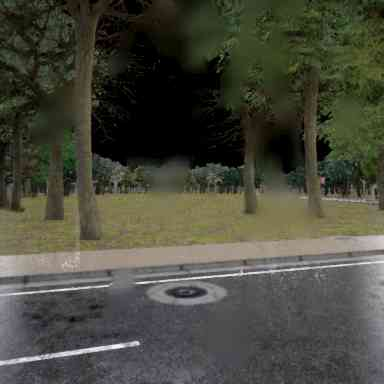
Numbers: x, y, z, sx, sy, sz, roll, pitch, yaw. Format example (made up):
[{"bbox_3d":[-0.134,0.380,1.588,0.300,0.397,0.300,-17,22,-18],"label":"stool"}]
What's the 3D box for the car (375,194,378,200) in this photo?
[{"bbox_3d":[45.089,1.225,80.156,1.812,1.442,4.674,0,0,5],"label":"car"}]
